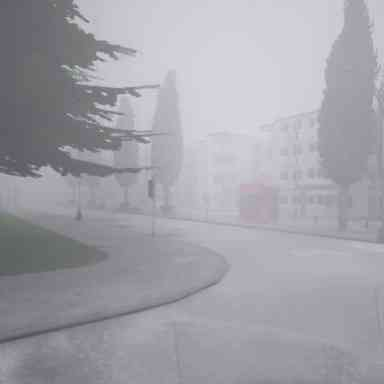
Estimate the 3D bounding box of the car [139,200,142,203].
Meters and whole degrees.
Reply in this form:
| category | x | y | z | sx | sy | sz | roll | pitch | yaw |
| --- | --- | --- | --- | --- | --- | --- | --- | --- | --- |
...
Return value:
| category | x | y | z | sx | sy | sz | roll | pitch | yaw |
| --- | --- | --- | --- | --- | --- | --- | --- | --- | --- |
| car | -10.035 | 2.218 | 79.716 | 4.974 | 1.542 | 2.038 | 1 | 0 | -6 |
